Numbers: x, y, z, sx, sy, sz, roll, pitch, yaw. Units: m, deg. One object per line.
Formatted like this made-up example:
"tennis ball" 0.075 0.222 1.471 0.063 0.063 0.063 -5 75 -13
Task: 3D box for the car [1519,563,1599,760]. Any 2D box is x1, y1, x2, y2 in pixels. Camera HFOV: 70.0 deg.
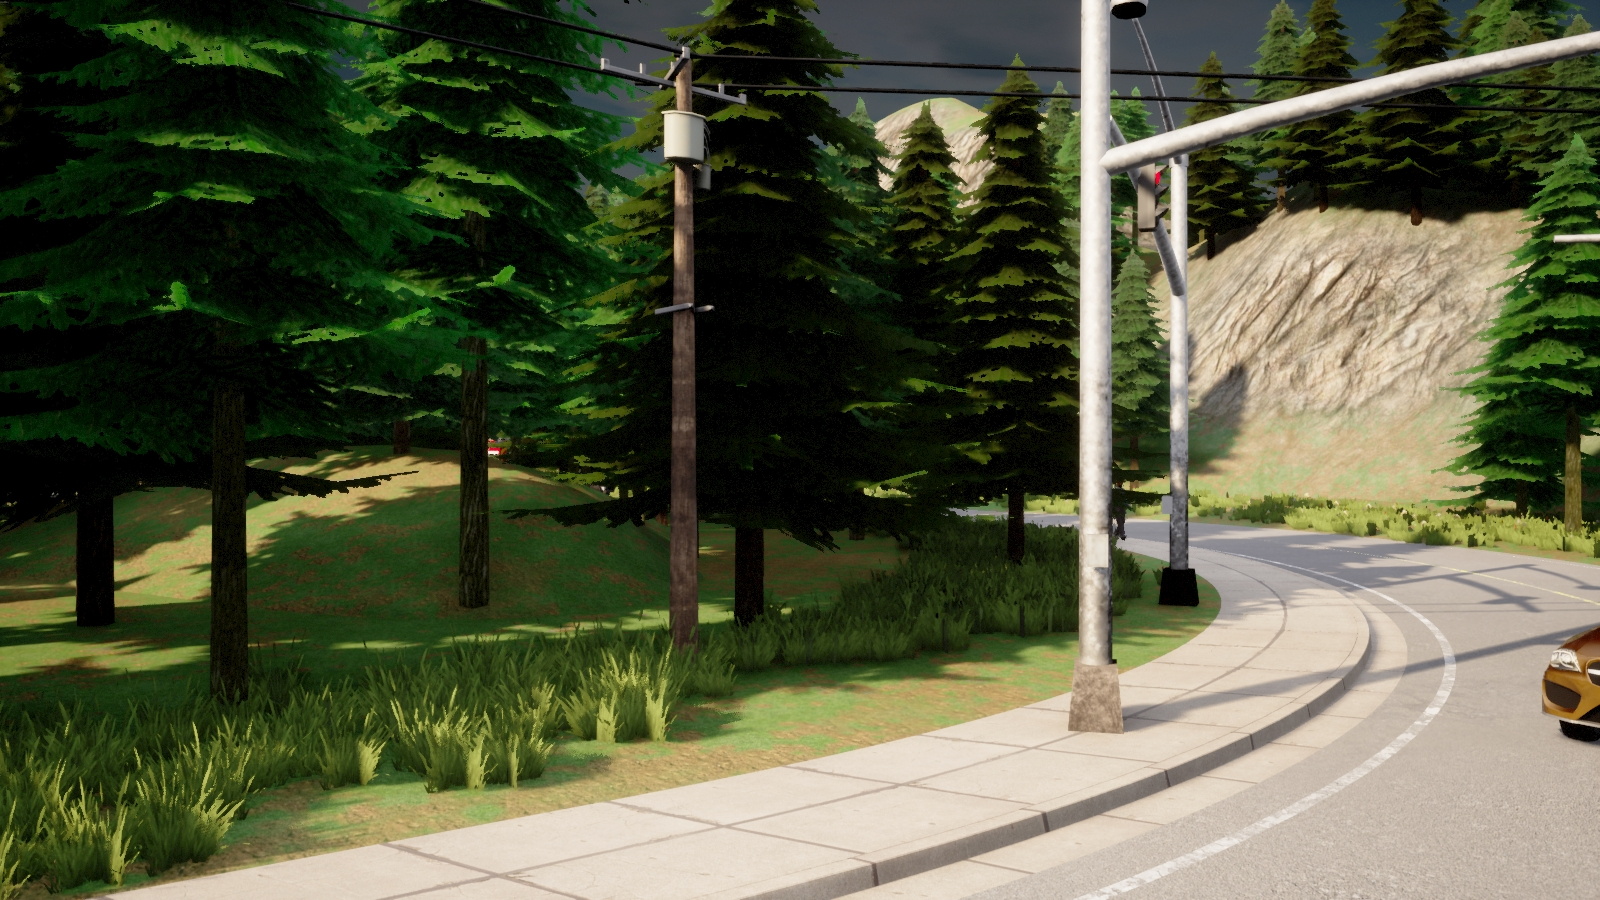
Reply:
"car" 9.577 1.970 11.147 5.027 1.651 2.152 0 0 -29

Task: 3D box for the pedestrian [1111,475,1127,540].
"pedestrian" 9.249 1.669 33.127 0.375 1.860 0.375 0 0 -1
